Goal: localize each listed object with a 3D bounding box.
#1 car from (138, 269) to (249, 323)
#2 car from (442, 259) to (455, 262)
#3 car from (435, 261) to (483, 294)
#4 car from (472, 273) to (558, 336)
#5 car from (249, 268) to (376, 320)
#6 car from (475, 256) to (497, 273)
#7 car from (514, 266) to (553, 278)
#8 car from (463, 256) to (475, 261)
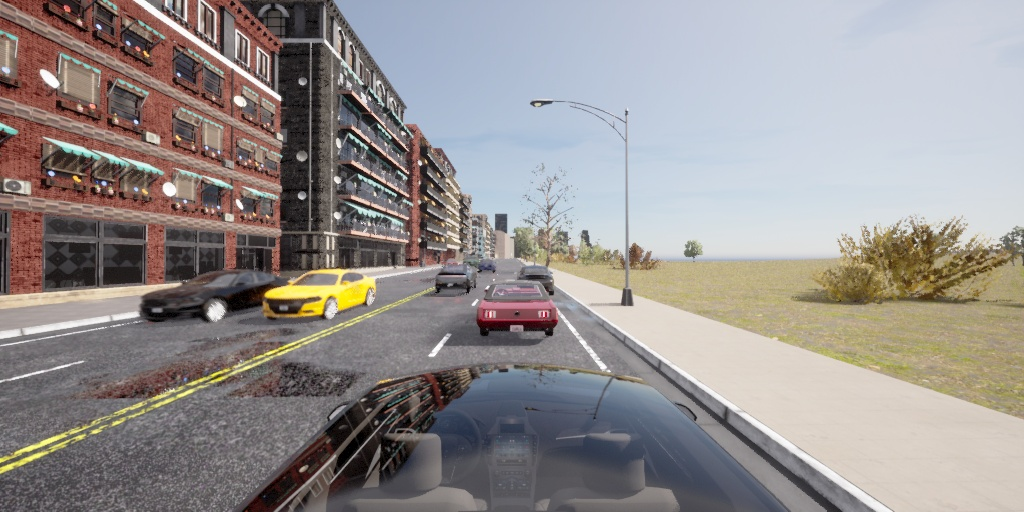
[{"bbox_3d":[-9.814,1.229,12.417,1.882,1.535,5.008,0,0,0],"label":"car"},{"bbox_3d":[-9.654,1.228,55.460,1.882,1.535,5.008,0,0,0],"label":"car"},{"bbox_3d":[-3.086,1.244,20.483,2.128,1.511,4.902,0,0,0],"label":"car"},{"bbox_3d":[0.128,1.352,10.336,1.895,1.301,4.718,0,0,0],"label":"car"},{"bbox_3d":[-6.563,1.229,12.820,1.882,1.535,5.008,0,0,0],"label":"car"},{"bbox_3d":[-3.000,1.106,44.288,2.097,1.767,4.553,0,0,0],"label":"car"},{"bbox_3d":[1.198,1.257,19.537,1.837,1.490,4.892,0,0,0],"label":"car"},{"bbox_3d":[-6.403,0.970,56.308,2.150,2.045,5.566,0,0,0],"label":"car"}]
